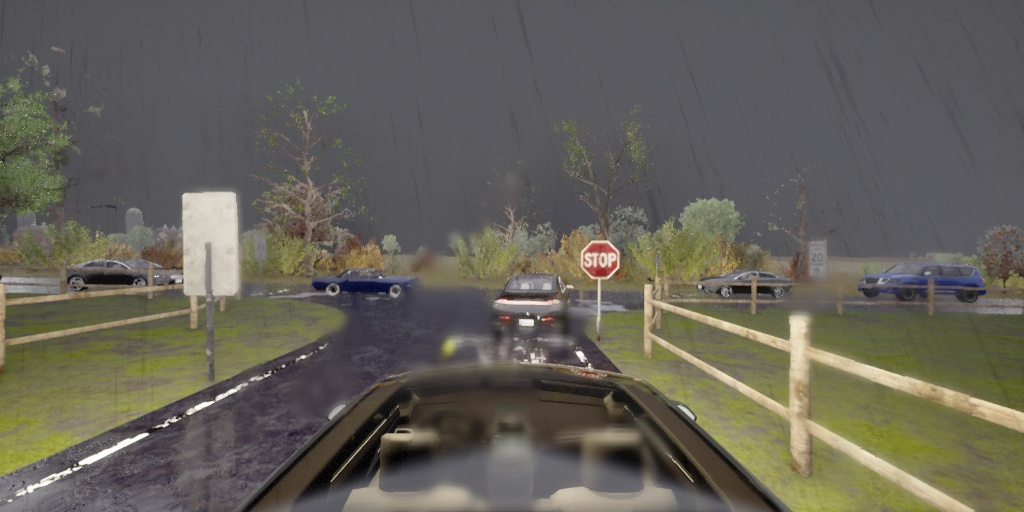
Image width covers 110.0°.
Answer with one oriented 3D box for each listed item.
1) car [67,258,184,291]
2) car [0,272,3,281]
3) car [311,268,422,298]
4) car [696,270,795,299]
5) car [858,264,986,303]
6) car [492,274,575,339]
[{"bbox_3d":[-18.480,0.885,17.266,4.902,1.511,2.128,1,1,0],"label":"car"},{"bbox_3d":[-27.784,0.717,17.280,4.674,1.442,1.812,1,1,0],"label":"car"},{"bbox_3d":[-6.812,1.248,17.242,4.718,1.301,1.895,1,1,0],"label":"car"},{"bbox_3d":[13.015,1.525,20.156,4.902,1.511,2.128,1,1,0],"label":"car"},{"bbox_3d":[22.911,1.466,20.138,5.566,2.045,2.150,1,1,0],"label":"car"},{"bbox_3d":[0.712,1.239,10.206,2.128,1.511,4.902,0,0,9],"label":"car"}]
